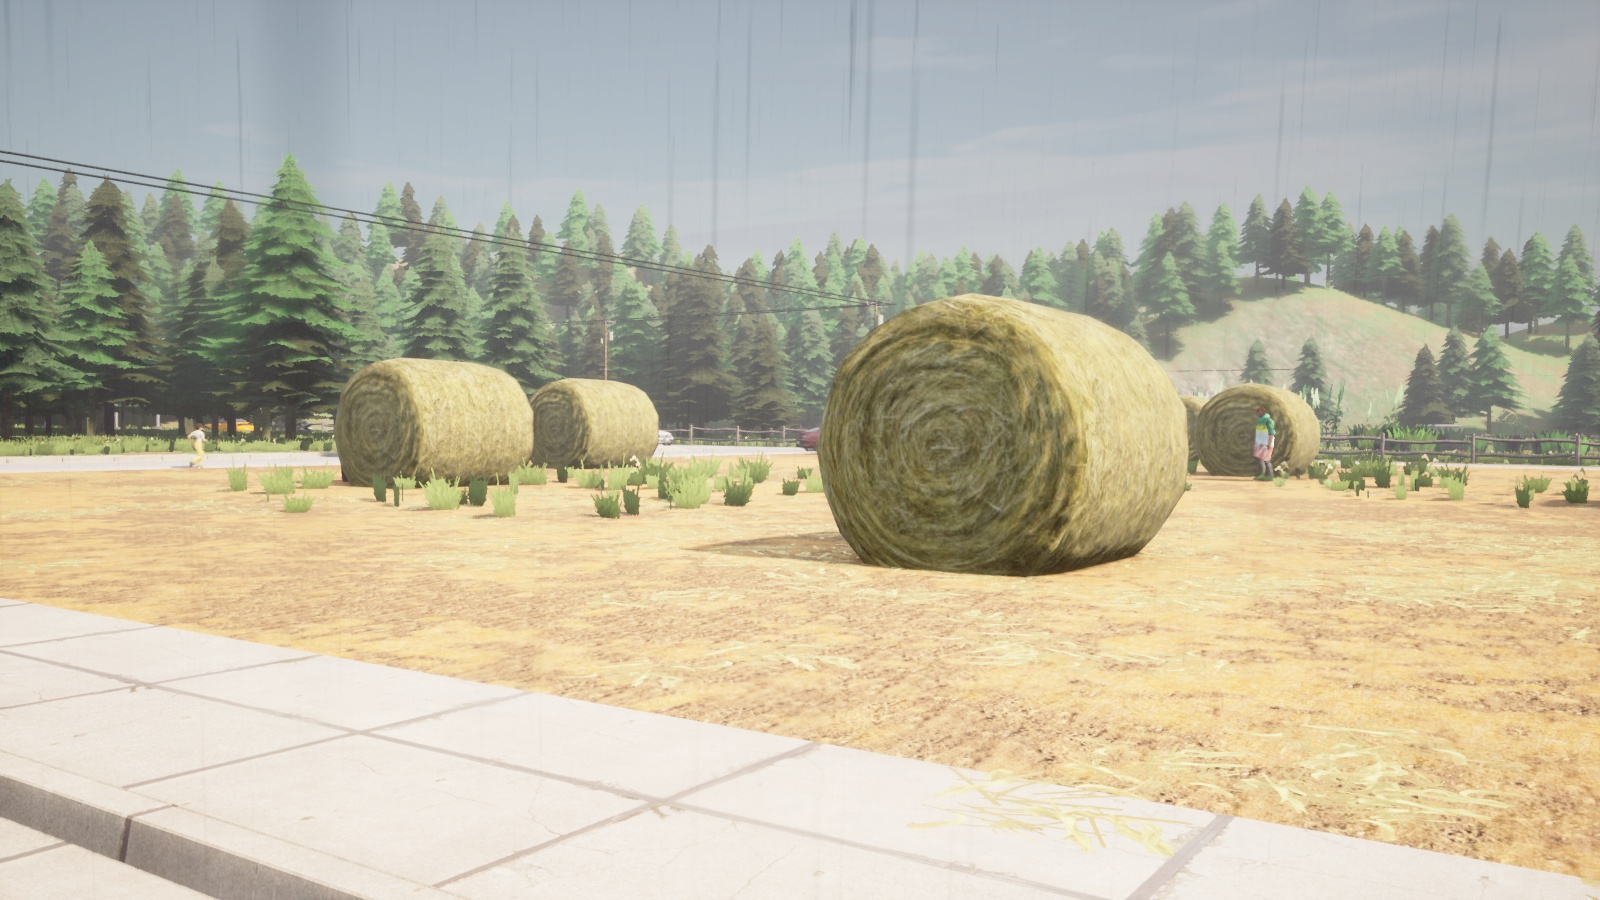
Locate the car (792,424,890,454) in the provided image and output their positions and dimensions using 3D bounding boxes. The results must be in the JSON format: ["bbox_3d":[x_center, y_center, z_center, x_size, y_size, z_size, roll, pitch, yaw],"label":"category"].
[{"bbox_3d":[2.119,-0.591,64.724,4.674,1.442,1.812,-1,1,-19],"label":"car"}]

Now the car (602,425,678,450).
[{"bbox_3d":[-9.856,-0.765,77.078,4.674,1.442,1.812,0,2,38],"label":"car"}]

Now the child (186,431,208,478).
[{"bbox_3d":[-16.265,0.126,33.859,0.270,1.263,0.437,0,1,31],"label":"child"}]

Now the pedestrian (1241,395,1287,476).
[{"bbox_3d":[11.416,-0.356,30.938,0.873,1.952,0.659,-1,1,-3],"label":"pedestrian"}]
